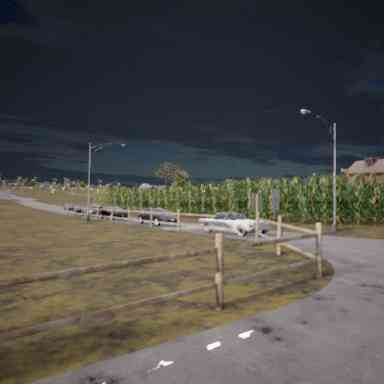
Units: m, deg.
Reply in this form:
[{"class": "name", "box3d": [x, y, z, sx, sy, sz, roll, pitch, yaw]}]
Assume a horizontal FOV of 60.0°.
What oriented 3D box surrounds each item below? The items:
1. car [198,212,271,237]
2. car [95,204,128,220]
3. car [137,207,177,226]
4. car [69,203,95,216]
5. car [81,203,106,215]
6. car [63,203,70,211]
[{"class": "car", "box3d": [2.519, 1.926, 20.400, 1.895, 1.301, 4.718, 3, -3, -37]}, {"class": "car", "box3d": [-8.404, 2.192, 35.737, 1.882, 1.535, 5.008, 3, -3, -35]}, {"class": "car", "box3d": [-2.922, 2.027, 28.005, 1.837, 1.490, 4.892, 3, -3, -35]}, {"class": "car", "box3d": [-14.110, 2.363, 43.831, 2.128, 1.511, 4.902, 3, -2, -35]}, {"class": "car", "box3d": [-14.827, 2.507, 49.870, 1.882, 1.535, 5.008, 3, -2, -35]}, {"class": "car", "box3d": [-21.355, 2.604, 59.072, 1.994, 1.385, 4.181, 3, -1, -35]}]
